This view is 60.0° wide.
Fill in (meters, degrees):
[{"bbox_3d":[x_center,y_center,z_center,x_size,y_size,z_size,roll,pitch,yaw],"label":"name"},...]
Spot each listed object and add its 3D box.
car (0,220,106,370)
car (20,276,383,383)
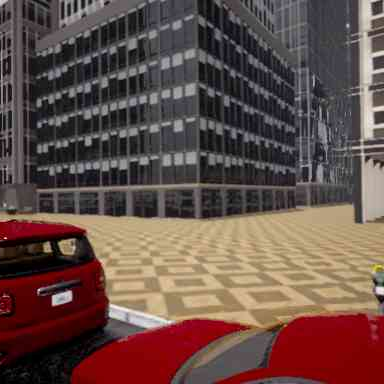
[{"bbox_3d":[-3.502,1.384,5.379,5.009,1.841,2.192,-1,-1,36],"label":"car"},{"bbox_3d":[1.009,1.548,2.159,4.507,1.381,1.887,-1,-1,36],"label":"car"}]
